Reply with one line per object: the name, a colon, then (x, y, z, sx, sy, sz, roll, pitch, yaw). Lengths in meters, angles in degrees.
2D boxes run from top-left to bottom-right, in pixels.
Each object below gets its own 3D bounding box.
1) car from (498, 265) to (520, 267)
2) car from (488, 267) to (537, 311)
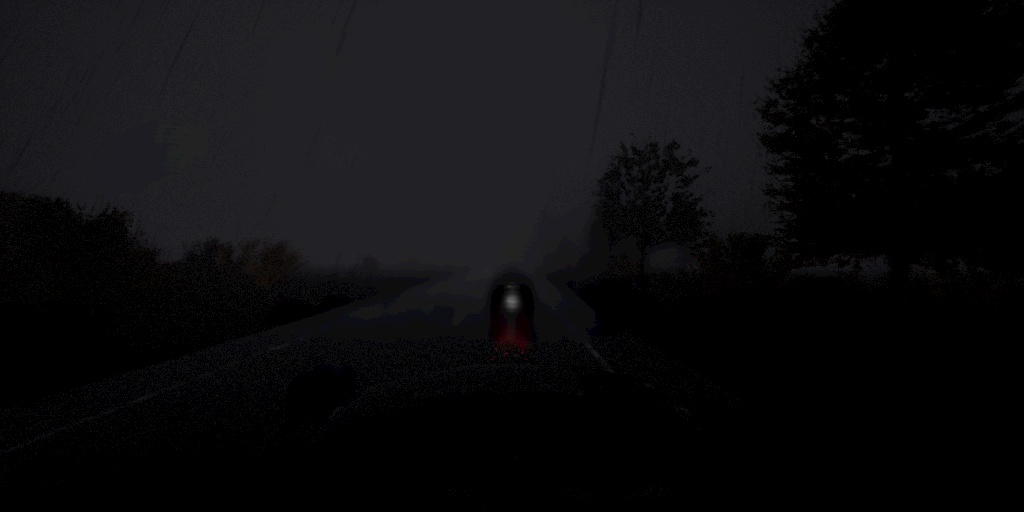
car: (0.016, 1.547, 30.355, 1.837, 1.490, 4.892, 0, 0, 1)
car: (0.020, 1.399, 15.349, 1.837, 1.490, 4.892, 0, 0, 1)
